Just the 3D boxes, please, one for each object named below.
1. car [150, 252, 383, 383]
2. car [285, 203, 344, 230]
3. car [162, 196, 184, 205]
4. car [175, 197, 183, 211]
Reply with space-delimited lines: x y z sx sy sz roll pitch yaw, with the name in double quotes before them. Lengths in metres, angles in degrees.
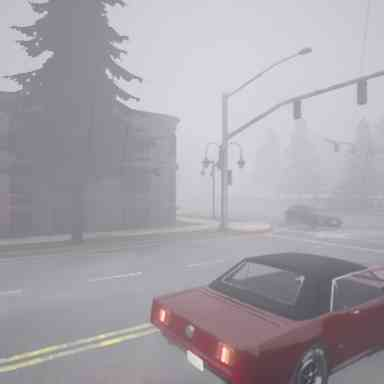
"car" 1.881 1.603 4.976 4.718 1.301 1.895 0 0 -34
"car" 7.688 1.517 21.337 1.837 1.490 4.892 2 -1 -10
"car" -3.420 1.543 60.039 1.812 1.442 4.674 0 0 -33
"car" -3.302 1.559 40.481 2.033 1.411 5.357 0 0 -33
